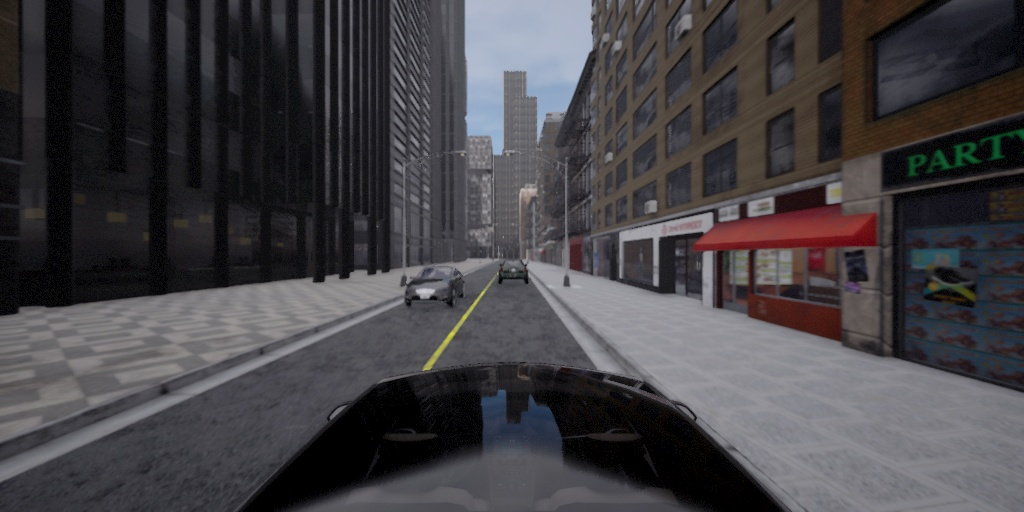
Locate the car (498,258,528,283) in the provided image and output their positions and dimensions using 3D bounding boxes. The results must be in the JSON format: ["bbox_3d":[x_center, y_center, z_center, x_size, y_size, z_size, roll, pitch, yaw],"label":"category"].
[{"bbox_3d":[0.099,0.974,26.634,2.097,1.767,4.553,0,0,0],"label":"car"}]

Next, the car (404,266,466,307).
[{"bbox_3d":[-3.100,1.173,15.210,2.128,1.511,4.902,0,0,0],"label":"car"}]
